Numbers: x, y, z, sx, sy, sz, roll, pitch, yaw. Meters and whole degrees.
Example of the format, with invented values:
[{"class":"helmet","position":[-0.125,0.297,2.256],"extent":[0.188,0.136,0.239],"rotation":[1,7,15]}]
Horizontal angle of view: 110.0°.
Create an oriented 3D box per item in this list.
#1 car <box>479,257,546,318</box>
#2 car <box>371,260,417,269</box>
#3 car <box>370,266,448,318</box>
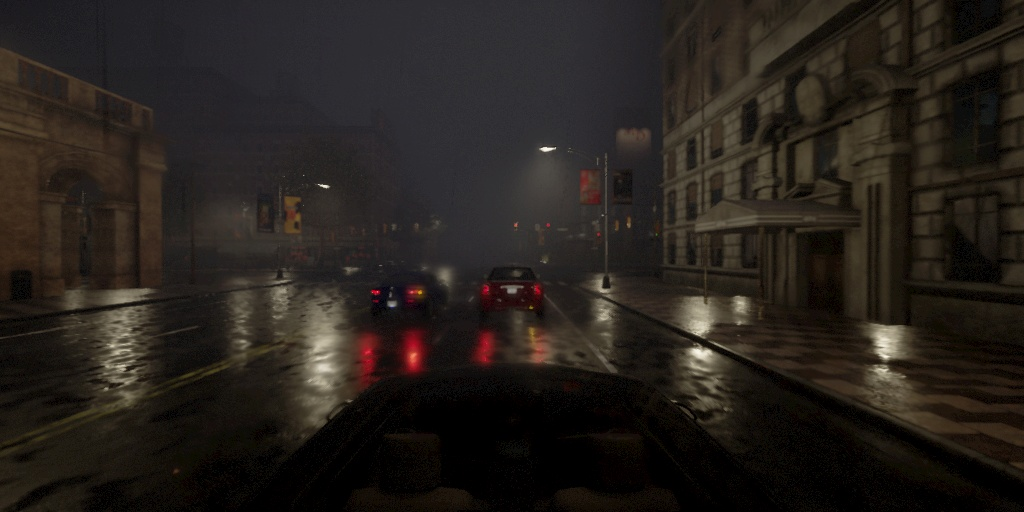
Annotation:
[{"class":"car","position":[0.000,1.065,12.999],"extent":[2.097,1.767,4.553],"rotation":[0,0,0]},{"class":"car","position":[-11.233,1.185,35.258],"extent":[4.902,1.511,2.128],"rotation":[1,0,0]},{"class":"car","position":[-3.497,1.240,12.782],"extent":[1.812,1.442,4.674],"rotation":[0,0,0]}]
